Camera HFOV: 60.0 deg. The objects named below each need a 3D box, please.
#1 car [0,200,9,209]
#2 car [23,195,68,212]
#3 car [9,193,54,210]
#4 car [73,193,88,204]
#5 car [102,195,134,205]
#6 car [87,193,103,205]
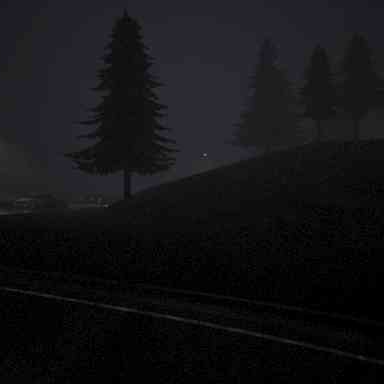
[{"bbox_3d":[-24.046,1.601,41.359,1.895,1.301,4.718,0,0,22],"label":"car"},{"bbox_3d":[-17.105,1.487,39.852,2.128,1.511,4.902,0,0,22],"label":"car"},{"bbox_3d":[-19.829,1.218,42.460,2.150,2.045,5.566,0,0,22],"label":"car"},{"bbox_3d":[-19.536,1.281,61.680,2.150,2.045,5.566,0,0,22],"label":"car"},{"bbox_3d":[-13.031,1.560,59.095,2.033,1.411,5.357,0,0,22],"label":"car"},{"bbox_3d":[-16.267,1.359,60.429,2.097,1.767,4.553,0,0,22],"label":"car"}]
